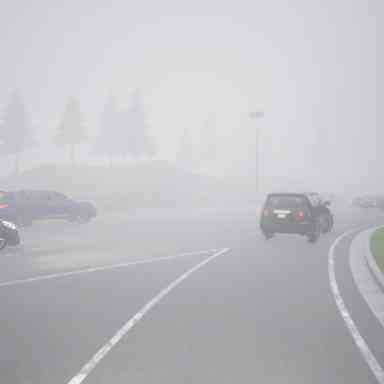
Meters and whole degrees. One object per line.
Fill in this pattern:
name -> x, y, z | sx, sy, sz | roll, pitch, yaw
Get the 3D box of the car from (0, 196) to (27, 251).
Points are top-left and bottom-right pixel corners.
car -> -8.322, 1.166, 11.063 | 4.553, 1.767, 2.097 | -1, 1, -39

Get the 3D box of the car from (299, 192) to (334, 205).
car -> 16.847, 0.821, 44.939 | 4.902, 1.511, 2.128 | -1, 1, -39

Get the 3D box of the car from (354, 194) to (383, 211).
car -> 18.505, 1.066, 32.776 | 5.357, 1.411, 2.033 | -1, 1, -39

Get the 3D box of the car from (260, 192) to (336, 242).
car -> 4.905, 0.991, 15.255 | 2.150, 2.045, 5.566 | 0, 1, 31

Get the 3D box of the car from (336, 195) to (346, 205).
car -> 16.881, 0.999, 40.467 | 4.718, 1.301, 1.895 | -1, 1, -39

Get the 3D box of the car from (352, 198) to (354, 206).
car -> 20.448, 0.954, 38.851 | 4.674, 1.442, 1.812 | 0, 1, -39

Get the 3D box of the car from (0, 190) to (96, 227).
car -> -8.610, 0.899, 19.831 | 5.566, 2.045, 2.150 | 0, 1, -39
